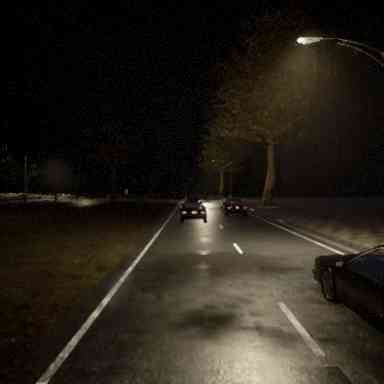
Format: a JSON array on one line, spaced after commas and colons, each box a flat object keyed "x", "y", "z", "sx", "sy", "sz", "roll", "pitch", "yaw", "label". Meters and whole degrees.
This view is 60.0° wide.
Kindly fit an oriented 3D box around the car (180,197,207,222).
[{"x": 0.115, "y": 1.351, "z": 24.045, "sx": 2.033, "sy": 1.411, "sz": 5.357, "roll": 0, "pitch": 1, "yaw": 0, "label": "car"}]

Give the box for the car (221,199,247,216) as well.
[{"x": 3.617, "y": 1.293, "z": 29.101, "sx": 2.033, "sy": 1.411, "sz": 5.357, "roll": 0, "pitch": 1, "yaw": 0, "label": "car"}]

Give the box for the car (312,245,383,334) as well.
[{"x": 3.602, "y": 1.517, "z": 4.993, "sx": 2.033, "sy": 1.411, "sz": 5.357, "roll": 0, "pitch": 0, "yaw": 0, "label": "car"}]
